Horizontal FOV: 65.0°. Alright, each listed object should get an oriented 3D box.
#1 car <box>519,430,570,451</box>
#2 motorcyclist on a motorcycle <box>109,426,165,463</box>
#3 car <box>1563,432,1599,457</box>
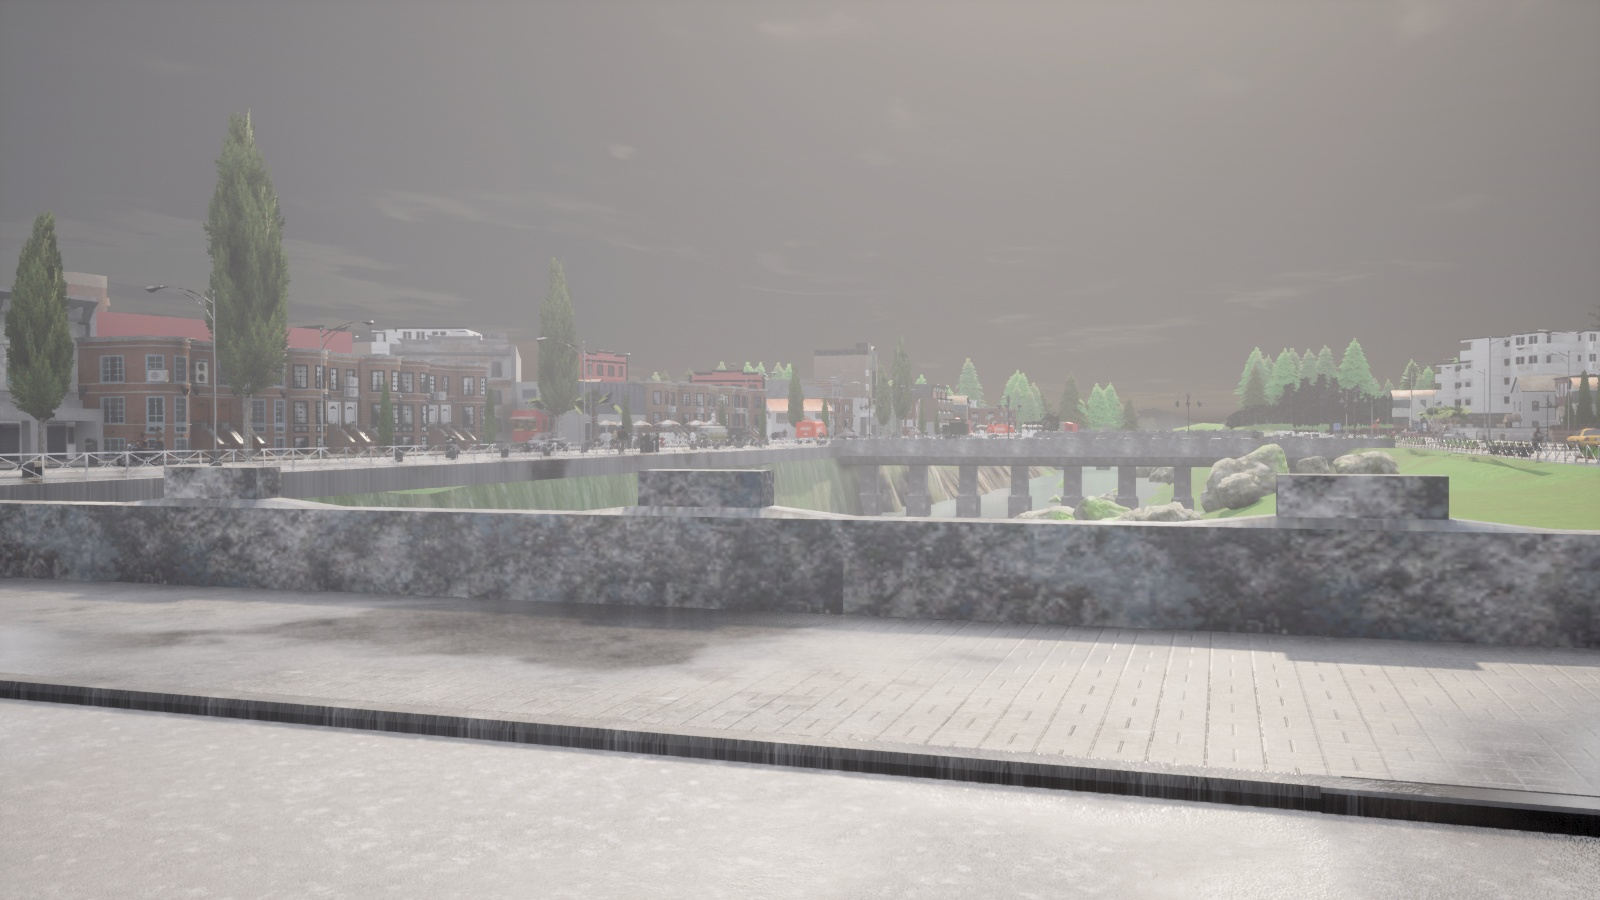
[{"bbox_3d":[-18.577,-0.694,91.442,1.816,1.474,4.193,1,1,19],"label":"car"},{"bbox_3d":[-30.118,-0.250,57.085,0.766,1.649,2.350,1,1,19],"label":"motorcyclist on a motorcycle"},{"bbox_3d":[52.007,-0.364,82.767,1.801,1.575,5.366,1,1,19],"label":"car"}]
